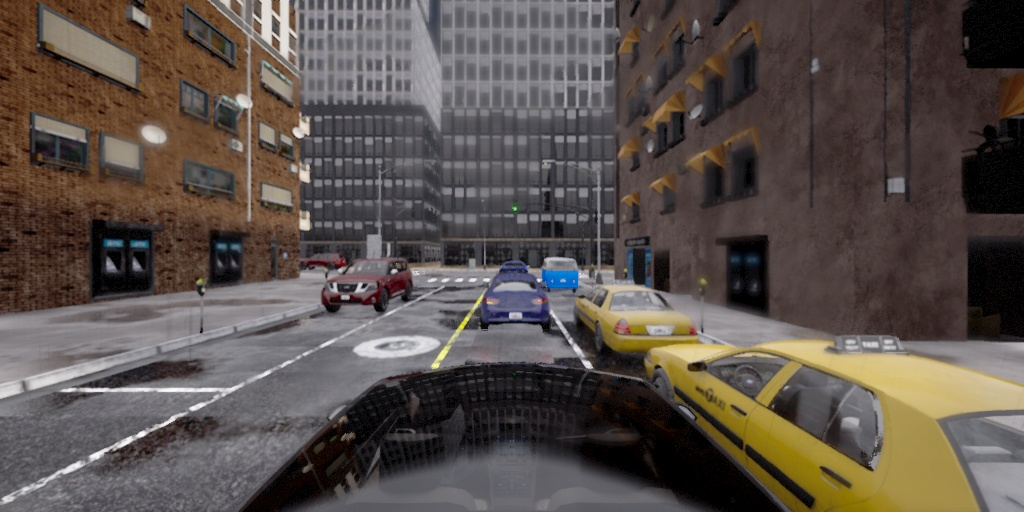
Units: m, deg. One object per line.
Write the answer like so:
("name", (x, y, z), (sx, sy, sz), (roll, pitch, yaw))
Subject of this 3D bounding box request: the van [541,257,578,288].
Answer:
("van", (2.530, 0.986, 19.634), (1.690, 1.789, 3.998), (0, 0, 0))

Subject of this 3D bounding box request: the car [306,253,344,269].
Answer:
("car", (-20.967, 0.632, 39.538), (5.009, 1.841, 2.192), (0, 0, 0))

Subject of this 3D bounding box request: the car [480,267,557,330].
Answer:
("car", (0.083, 1.222, 10.751), (1.812, 1.442, 4.674), (0, 0, 0))

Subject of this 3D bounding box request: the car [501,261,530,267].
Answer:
("car", (0.215, 1.091, 24.756), (1.882, 1.535, 5.008), (0, 0, 4))

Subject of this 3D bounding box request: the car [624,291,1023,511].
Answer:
("car", (2.570, 1.269, 2.884), (1.751, 1.417, 4.829), (0, 0, 0))

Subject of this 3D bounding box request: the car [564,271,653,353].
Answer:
("car", (2.557, 1.236, 8.524), (1.751, 1.417, 4.829), (0, 0, 0))

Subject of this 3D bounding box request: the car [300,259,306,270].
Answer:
("car", (-20.906, 0.903, 31.398), (4.207, 1.307, 1.802), (0, 0, 0))

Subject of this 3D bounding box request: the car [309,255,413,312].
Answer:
("car", (-5.337, 0.993, 13.976), (2.192, 1.841, 5.009), (0, 0, 0))
